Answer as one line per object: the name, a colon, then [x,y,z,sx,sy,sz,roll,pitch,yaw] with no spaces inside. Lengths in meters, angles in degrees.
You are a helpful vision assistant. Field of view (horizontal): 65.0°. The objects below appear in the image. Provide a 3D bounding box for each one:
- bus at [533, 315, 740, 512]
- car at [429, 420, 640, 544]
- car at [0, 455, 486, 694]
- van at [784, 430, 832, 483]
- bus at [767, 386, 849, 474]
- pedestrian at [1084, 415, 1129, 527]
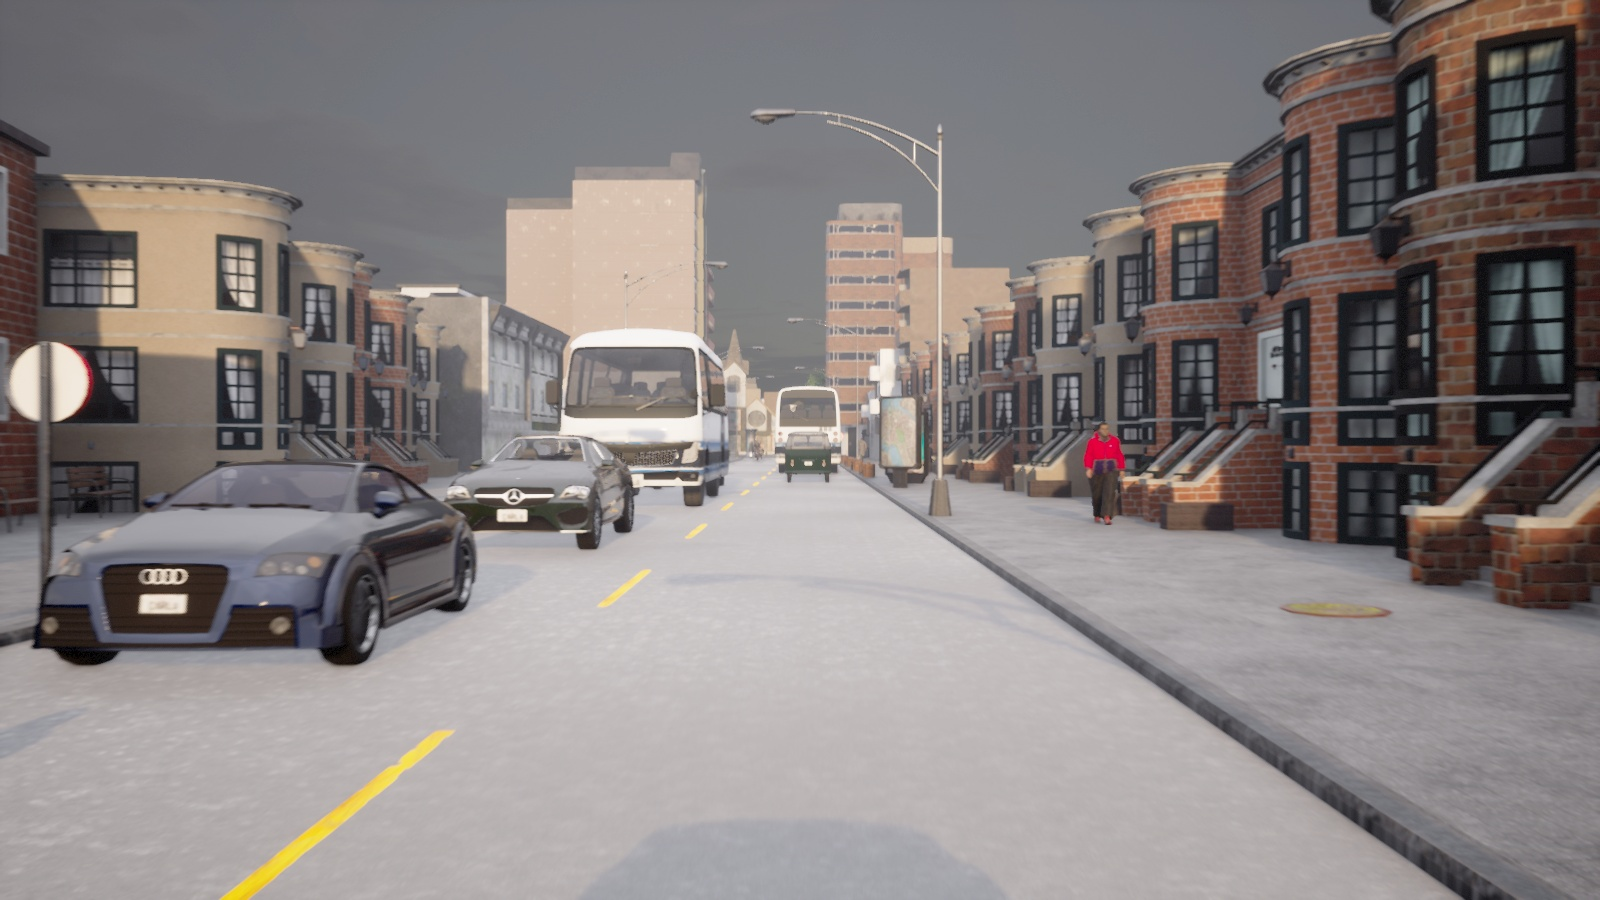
bus: [-3.789,-0.819,32.367,3.944,4.253,10.273,0,0,0]
car: [-3.868,0.411,19.282,2.152,1.651,5.027,0,0,0]
car: [-3.927,0.752,9.594,1.994,1.385,4.181,0,0,0]
van: [0.312,0.217,49.291,1.775,1.987,4.442,0,0,0]
bus: [0.414,-1.008,66.011,3.944,4.253,10.273,0,0,0]
pedestrian: [5.129,0.340,21.052,0.634,1.844,0.899,0,0,8]
